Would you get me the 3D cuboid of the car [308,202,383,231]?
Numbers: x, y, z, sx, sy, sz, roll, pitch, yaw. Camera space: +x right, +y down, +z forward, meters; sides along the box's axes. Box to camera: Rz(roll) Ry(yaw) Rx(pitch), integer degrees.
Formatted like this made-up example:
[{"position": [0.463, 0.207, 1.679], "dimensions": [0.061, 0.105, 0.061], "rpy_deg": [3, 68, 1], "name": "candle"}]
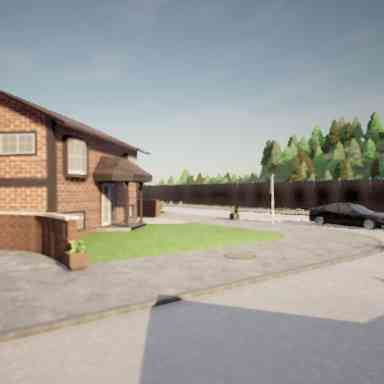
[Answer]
[{"position": [9.528, 1.414, 20.139], "dimensions": [1.882, 1.535, 5.008], "rpy_deg": [0, 1, -35], "name": "car"}]
